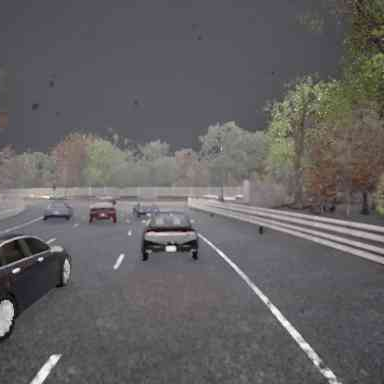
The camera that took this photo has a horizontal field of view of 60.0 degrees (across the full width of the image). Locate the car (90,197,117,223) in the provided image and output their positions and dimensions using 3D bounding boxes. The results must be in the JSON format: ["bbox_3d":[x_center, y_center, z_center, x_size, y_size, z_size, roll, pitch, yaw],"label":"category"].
[{"bbox_3d":[-6.793,1.442,25.582,1.882,1.535,5.008,0,0,-14],"label":"car"}]

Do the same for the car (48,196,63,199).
[{"bbox_3d":[-32.140,1.535,78.389,1.895,1.301,4.718,0,0,-44],"label":"car"}]

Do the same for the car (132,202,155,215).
[{"bbox_3d":[-4.185,1.545,29.552,1.895,1.301,4.718,0,0,-15],"label":"car"}]

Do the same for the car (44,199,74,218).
[{"bbox_3d":[-10.859,1.541,27.322,1.994,1.385,4.181,0,0,-15],"label":"car"}]

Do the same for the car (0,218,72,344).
[{"bbox_3d":[-3.781,1.505,6.306,1.837,1.490,4.892,0,0,-3],"label":"car"}]

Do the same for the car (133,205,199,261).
[{"bbox_3d":[-0.861,1.465,12.267,2.128,1.511,4.902,0,0,-6],"label":"car"}]
